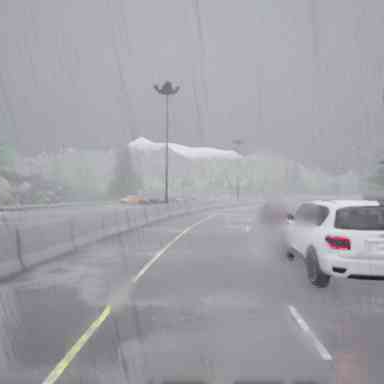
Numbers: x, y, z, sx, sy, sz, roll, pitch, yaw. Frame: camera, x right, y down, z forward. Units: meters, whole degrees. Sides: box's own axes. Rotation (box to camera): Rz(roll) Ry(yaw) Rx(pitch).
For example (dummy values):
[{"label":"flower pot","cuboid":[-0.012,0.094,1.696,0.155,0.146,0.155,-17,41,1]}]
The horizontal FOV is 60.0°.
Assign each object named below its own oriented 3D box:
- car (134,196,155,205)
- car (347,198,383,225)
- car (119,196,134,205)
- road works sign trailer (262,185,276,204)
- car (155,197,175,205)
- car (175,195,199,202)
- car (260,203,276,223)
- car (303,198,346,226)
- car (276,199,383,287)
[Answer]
[{"label":"car","cuboid":[-7.166,1.402,55.336,1.882,1.535,5.008,0,0,21]},{"label":"car","cuboid":[13.247,1.371,24.720,2.097,1.767,4.553,0,0,11]},{"label":"car","cuboid":[-10.472,1.390,56.480,1.882,1.535,5.008,0,0,21]},{"label":"road works sign trailer","cuboid":[14.501,0.452,61.619,2.380,3.560,2.880,0,0,28]},{"label":"car","cuboid":[-3.779,1.499,54.356,1.994,1.385,4.181,0,0,21]},{"label":"car","cuboid":[-0.442,1.301,53.279,2.097,1.767,4.553,0,0,21]},{"label":"car","cuboid":[6.301,1.560,25.652,1.994,1.385,4.181,0,0,11]},{"label":"car","cuboid":[9.673,1.360,24.678,2.097,1.767,4.553,0,0,10]},{"label":"car","cuboid":[4.053,1.225,9.424,2.150,2.045,5.566,0,0,4]}]
